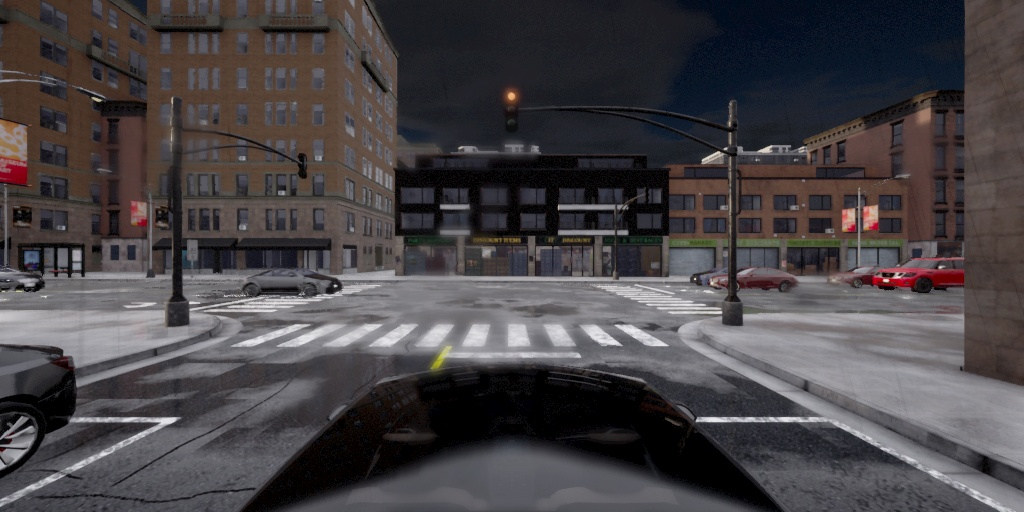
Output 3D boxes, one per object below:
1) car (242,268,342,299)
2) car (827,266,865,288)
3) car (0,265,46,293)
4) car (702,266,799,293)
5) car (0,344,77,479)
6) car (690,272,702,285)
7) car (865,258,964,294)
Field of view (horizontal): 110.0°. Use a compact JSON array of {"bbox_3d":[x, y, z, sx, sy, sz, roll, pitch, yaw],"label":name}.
[{"bbox_3d":[-10.603,1.270,17.449,4.181,1.385,1.994,0,0,0],"label":"car"},{"bbox_3d":[24.158,1.407,24.326,4.674,1.442,1.812,0,0,0],"label":"car"},{"bbox_3d":[-25.803,1.127,17.365,4.902,1.511,2.128,0,0,0],"label":"car"},{"bbox_3d":[14.097,1.354,21.032,4.674,1.442,1.812,0,0,1],"label":"car"},{"bbox_3d":[-5.387,1.316,1.927,1.948,1.339,4.313,0,0,0],"label":"car"},{"bbox_3d":[14.396,1.394,24.285,4.181,1.385,1.994,0,0,0],"label":"car"},{"bbox_3d":[24.734,1.106,21.081,5.566,2.045,2.150,0,0,-1],"label":"car"}]
